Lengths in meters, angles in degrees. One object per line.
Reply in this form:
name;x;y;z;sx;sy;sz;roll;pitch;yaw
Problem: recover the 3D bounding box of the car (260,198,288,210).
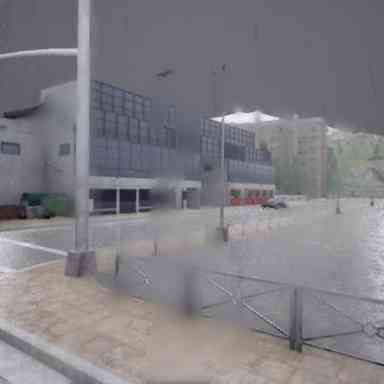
car;10.540;1.469;42.156;2.033;1.411;5.357;1;1;36
